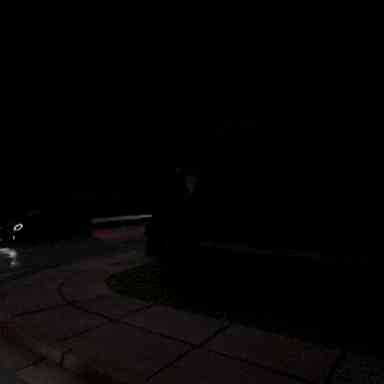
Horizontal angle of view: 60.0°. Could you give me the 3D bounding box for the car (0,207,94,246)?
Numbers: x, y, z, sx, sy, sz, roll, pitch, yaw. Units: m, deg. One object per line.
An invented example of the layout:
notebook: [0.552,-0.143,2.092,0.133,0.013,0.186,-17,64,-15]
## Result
car: [-7.341,1.590,16.881,2.097,1.767,4.553,0,0,35]
